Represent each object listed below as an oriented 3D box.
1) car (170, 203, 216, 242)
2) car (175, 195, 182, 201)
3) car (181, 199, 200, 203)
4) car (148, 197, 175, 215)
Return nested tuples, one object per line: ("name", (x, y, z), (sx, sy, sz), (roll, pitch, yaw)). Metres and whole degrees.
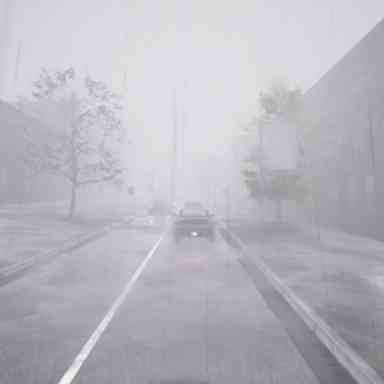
("car", (0.104, 1.501, 16.352), (1.837, 1.490, 4.892), (0, 0, 0))
("car", (-3.104, 1.342, 74.400), (2.128, 1.511, 4.902), (0, 0, 0))
("car", (0.108, 1.499, 34.429), (1.837, 1.490, 4.892), (0, 0, 0))
("car", (-3.088, 1.346, 33.190), (2.097, 1.767, 4.553), (0, 0, 0))
